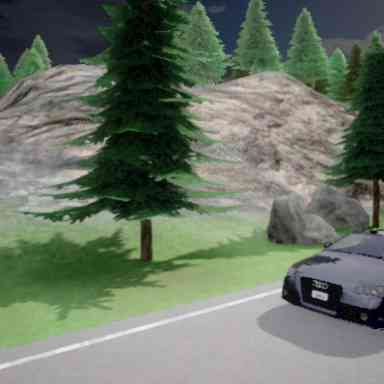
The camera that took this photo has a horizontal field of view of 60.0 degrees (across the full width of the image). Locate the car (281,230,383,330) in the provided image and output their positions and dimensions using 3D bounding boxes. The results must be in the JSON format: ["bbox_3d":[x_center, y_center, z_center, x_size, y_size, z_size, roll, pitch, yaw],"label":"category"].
[{"bbox_3d":[3.732,1.505,6.635,4.181,1.385,1.994,-1,0,-35],"label":"car"}]
